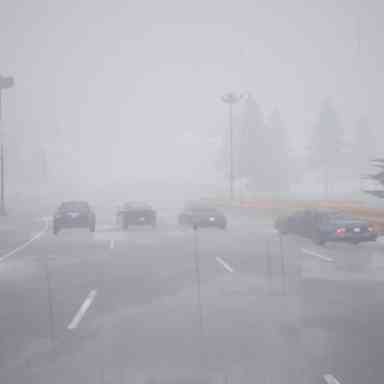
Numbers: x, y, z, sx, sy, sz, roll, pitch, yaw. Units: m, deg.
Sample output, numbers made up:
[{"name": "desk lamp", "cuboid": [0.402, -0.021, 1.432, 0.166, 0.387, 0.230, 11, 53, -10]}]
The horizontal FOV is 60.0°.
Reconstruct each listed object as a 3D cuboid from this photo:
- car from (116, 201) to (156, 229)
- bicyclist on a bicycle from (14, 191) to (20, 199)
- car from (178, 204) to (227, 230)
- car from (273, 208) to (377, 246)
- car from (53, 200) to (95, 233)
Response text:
[{"name": "car", "cuboid": [-3.584, 1.326, 20.841, 1.882, 1.535, 5.008, 0, 1, -19]}, {"name": "bicyclist on a bicycle", "cuboid": [-36.977, 0.612, 70.412, 0.582, 1.620, 1.656, 1, -20, 20]}, {"name": "car", "cuboid": [0.507, 1.414, 19.891, 1.994, 1.385, 4.181, 0, 1, -17]}, {"name": "car", "cuboid": [5.567, 1.433, 14.738, 2.033, 1.411, 5.357, 0, 1, -12]}, {"name": "car", "cuboid": [-6.701, 1.231, 19.109, 2.097, 1.767, 4.553, 0, 1, -18]}]
